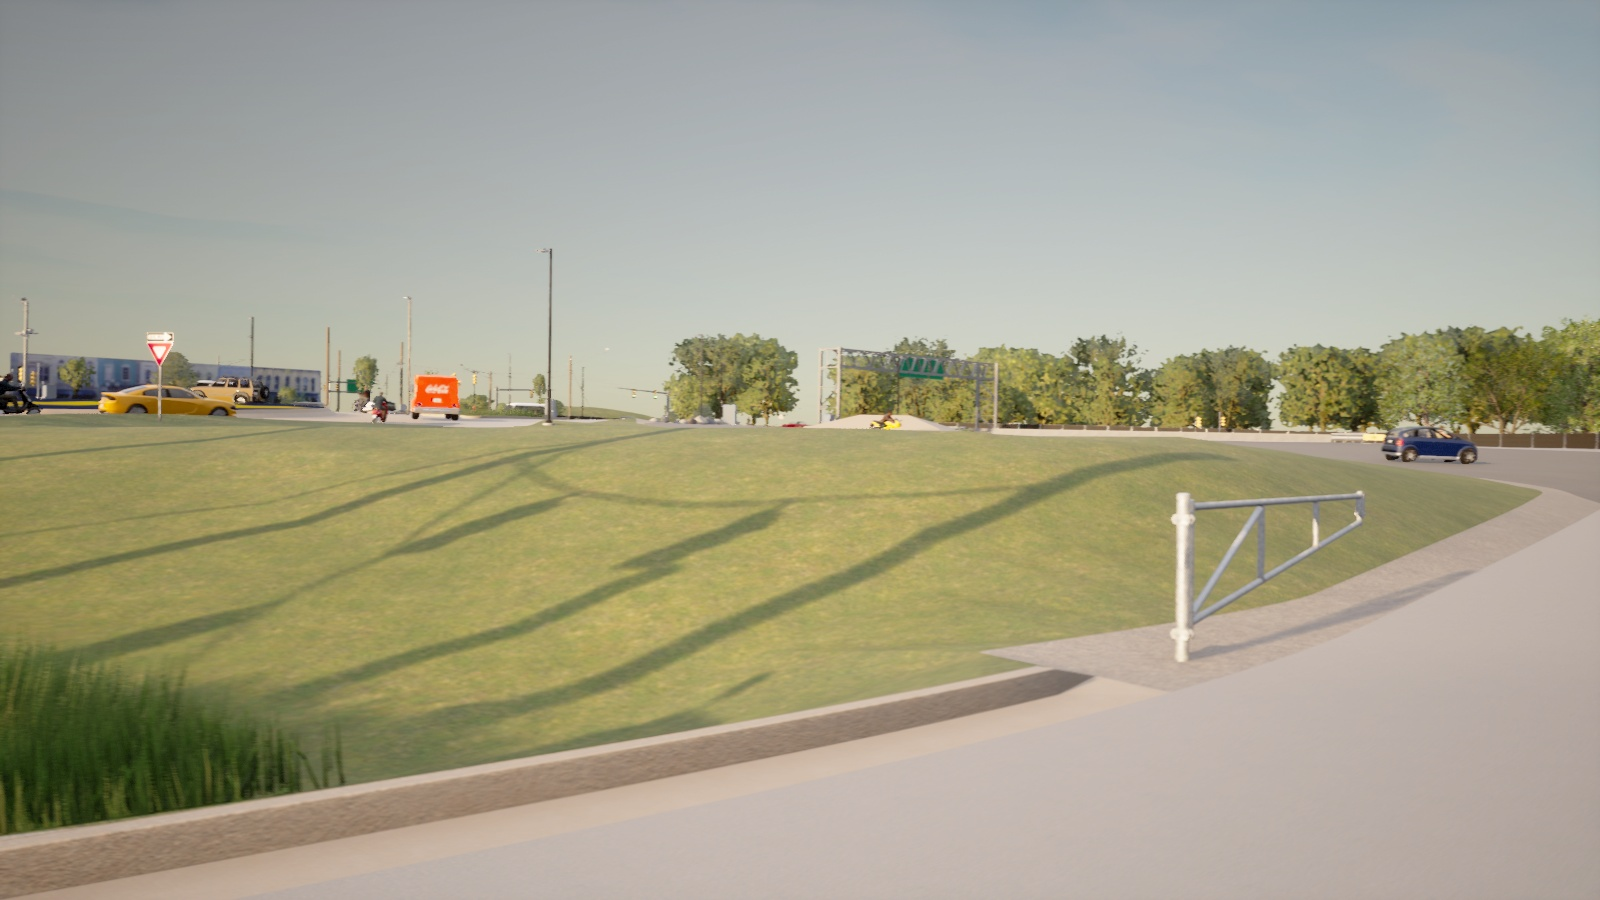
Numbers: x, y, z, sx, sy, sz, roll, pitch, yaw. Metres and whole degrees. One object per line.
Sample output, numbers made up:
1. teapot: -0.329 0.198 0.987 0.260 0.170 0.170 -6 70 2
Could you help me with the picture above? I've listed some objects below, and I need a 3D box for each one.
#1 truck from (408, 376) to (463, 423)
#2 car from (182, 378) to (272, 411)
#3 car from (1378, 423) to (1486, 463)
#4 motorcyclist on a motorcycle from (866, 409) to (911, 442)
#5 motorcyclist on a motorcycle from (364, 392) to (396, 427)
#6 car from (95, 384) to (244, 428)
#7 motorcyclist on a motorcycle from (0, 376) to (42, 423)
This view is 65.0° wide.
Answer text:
1. truck: -20.528 -2.868 70.537 2.627 2.467 5.204 1 3 -19
2. car: -34.978 -3.367 76.725 4.605 1.855 1.932 2 1 5
3. car: 27.219 -0.326 54.155 3.705 1.549 1.789 2 3 -1
4. motorcyclist on a motorcycle: 4.344 -1.213 61.679 2.044 1.523 0.797 4 3 39
5. motorcyclist on a motorcycle: -20.838 -2.014 62.336 0.866 1.590 1.817 4 4 -1
6. car: -25.399 -1.754 50.708 5.008 1.535 1.882 1 4 -42
7. motorcyclist on a motorcycle: -27.346 -1.734 43.534 1.817 1.590 0.866 -1 0 -31
